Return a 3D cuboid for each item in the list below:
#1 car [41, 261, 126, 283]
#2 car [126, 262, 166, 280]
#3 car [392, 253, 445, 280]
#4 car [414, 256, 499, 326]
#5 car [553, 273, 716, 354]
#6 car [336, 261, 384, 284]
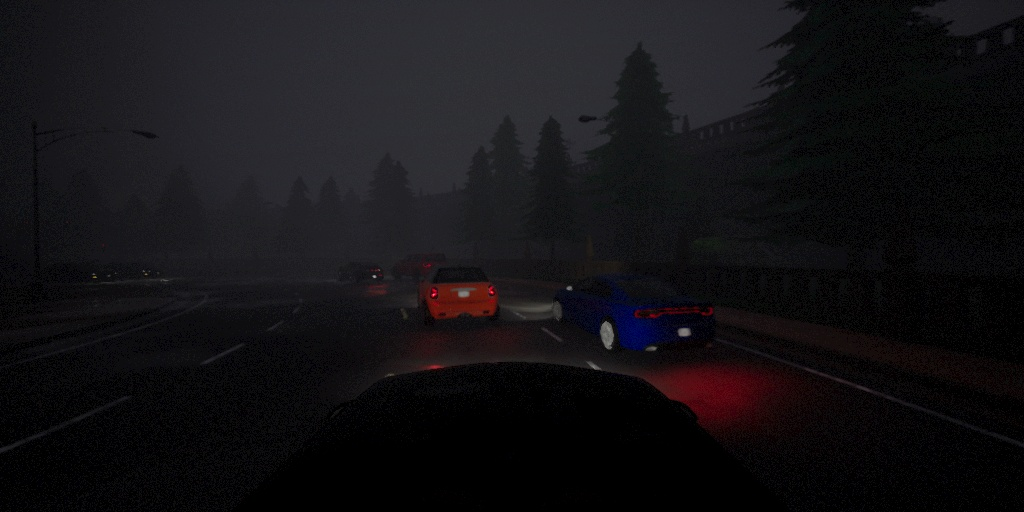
[{"bbox_3d":[-32.883,1.253,27.333,4.892,1.490,1.837,0,0,6],"label":"car"},{"bbox_3d":[-32.608,1.219,30.817,4.892,1.490,1.837,0,0,6],"label":"car"},{"bbox_3d":[-6.814,0.793,26.509,2.150,2.045,5.566,0,0,-43],"label":"car"},{"bbox_3d":[-1.933,1.025,11.721,2.097,1.767,4.553,-1,1,-17],"label":"car"},{"bbox_3d":[2.515,1.147,8.684,1.882,1.535,5.008,0,1,-12],"label":"car"},{"bbox_3d":[-10.897,1.115,25.541,4.892,1.490,1.837,0,0,44],"label":"car"}]
